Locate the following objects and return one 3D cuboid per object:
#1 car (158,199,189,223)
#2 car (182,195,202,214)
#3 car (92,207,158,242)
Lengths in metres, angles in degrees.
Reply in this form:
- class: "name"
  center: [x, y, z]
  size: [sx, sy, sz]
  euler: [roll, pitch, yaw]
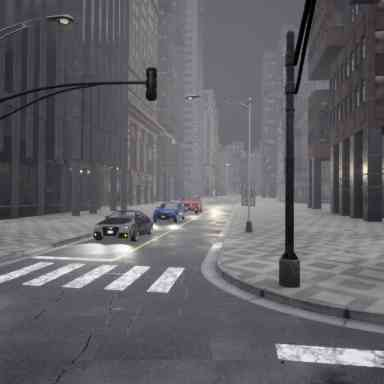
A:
- class: "car"
  center: [-1.781, 1.581, 27.254]
  size: [1.882, 1.535, 5.008]
  euler: [0, 0, 8]
- class: "car"
  center: [-0.139, 1.361, 37.812]
  size: [2.150, 2.045, 5.566]
  euler: [0, 0, 9]
- class: "car"
  center: [-3.372, 1.632, 16.964]
  size: [1.994, 1.385, 4.181]
  euler: [0, 0, 9]
